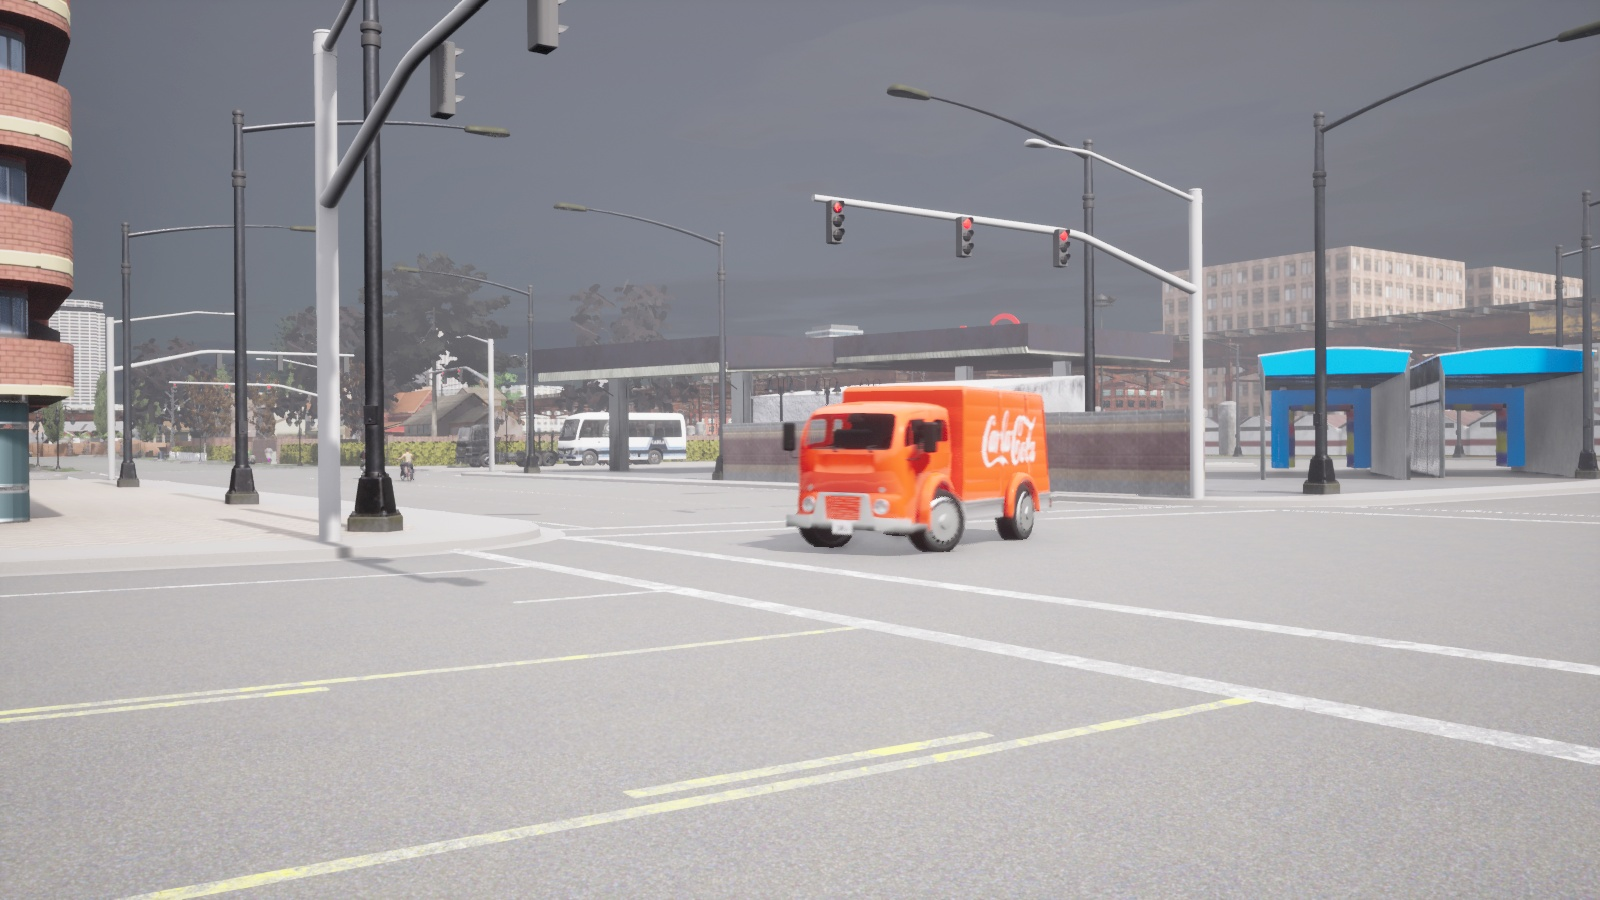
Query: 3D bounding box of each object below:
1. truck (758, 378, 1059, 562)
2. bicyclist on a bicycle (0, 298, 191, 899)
[{"bbox_3d":[1.879,0.229,19.748,2.627,2.467,5.204,0,1,32],"label":"truck"},{"bbox_3d":[-2.100,0.623,2.117,1.843,1.776,0.659,0,0,-36],"label":"bicyclist on a bicycle"}]
